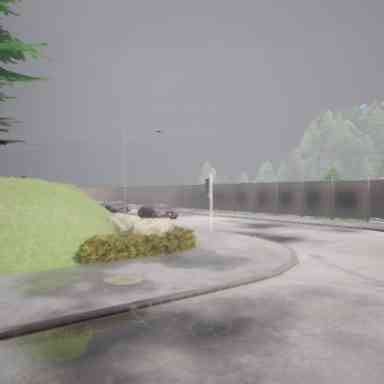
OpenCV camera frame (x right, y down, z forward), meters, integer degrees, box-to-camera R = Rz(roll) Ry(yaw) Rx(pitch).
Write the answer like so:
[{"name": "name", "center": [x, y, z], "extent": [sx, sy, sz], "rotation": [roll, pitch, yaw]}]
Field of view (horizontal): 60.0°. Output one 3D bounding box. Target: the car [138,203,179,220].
[{"name": "car", "center": [-2.894, 1.588, 27.994], "extent": [1.994, 1.385, 4.181], "rotation": [0, 0, -36]}]

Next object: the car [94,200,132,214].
[{"name": "car", "center": [-8.344, 1.572, 35.634], "extent": [2.033, 1.411, 5.357], "rotation": [0, 0, -36]}]
